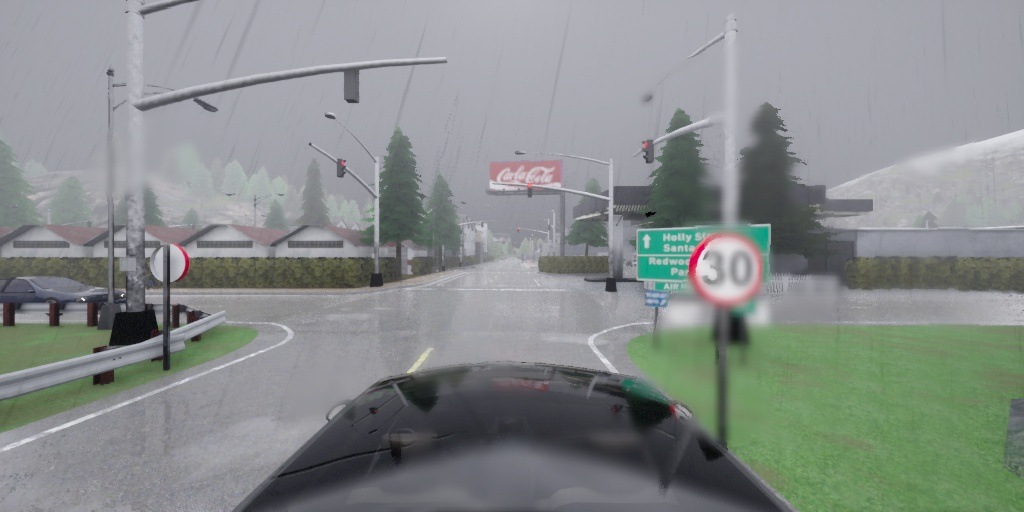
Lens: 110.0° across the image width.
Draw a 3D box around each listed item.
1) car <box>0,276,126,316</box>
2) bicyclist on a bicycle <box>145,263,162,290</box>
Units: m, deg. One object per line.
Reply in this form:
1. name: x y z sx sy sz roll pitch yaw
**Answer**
1. car: -18.324 1.489 13.794 5.357 1.411 2.033 0 0 -2
2. bicyclist on a bicycle: -21.677 1.244 21.354 0.582 1.620 1.656 0 0 1
